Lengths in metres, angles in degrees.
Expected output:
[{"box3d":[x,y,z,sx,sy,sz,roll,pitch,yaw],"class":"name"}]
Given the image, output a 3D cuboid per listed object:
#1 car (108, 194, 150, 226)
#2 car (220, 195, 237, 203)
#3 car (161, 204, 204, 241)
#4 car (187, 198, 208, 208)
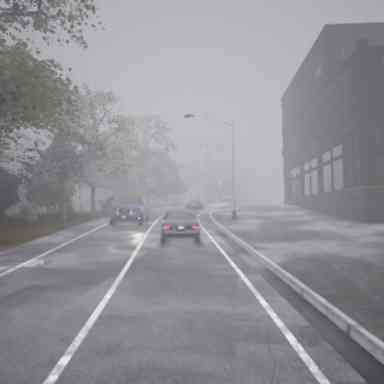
[{"box3d":[-4.270,1.191,23.396,2.150,2.045,5.566,0,0,-1],"class":"car"},{"box3d":[7.032,1.290,64.116,1.812,1.442,4.674,-4,-1,34],"class":"car"},{"box3d":[-0.588,1.541,16.497,2.033,1.411,5.357,0,0,-3],"class":"car"},{"box3d":[0.646,1.415,40.446,1.994,1.385,4.181,-1,0,12],"class":"car"}]
